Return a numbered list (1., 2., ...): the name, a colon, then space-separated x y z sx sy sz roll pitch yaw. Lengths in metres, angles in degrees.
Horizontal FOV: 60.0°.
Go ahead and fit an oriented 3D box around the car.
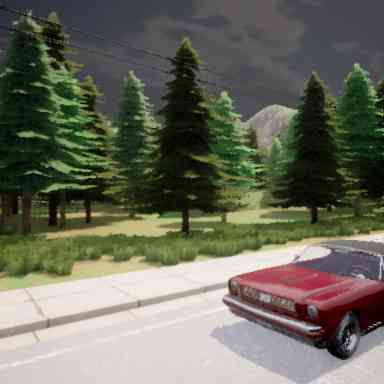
1. car: 2.830 1.627 6.138 4.718 1.301 1.895 0 0 -37
